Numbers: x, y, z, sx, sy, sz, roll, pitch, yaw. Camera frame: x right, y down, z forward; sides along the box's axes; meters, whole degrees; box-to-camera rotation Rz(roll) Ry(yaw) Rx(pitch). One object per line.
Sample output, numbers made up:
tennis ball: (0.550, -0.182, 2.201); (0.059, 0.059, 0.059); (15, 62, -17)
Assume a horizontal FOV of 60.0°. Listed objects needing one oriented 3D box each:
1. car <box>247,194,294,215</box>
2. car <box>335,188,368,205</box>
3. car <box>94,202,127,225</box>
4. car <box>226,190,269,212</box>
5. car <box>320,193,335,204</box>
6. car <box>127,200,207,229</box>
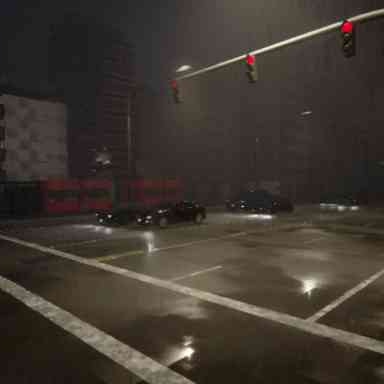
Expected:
car: (6.971, 1.157, 28.477); (1.994, 1.385, 4.181); (0, 0, 44)
car: (20.815, 0.586, 42.731); (2.150, 2.045, 5.566); (0, 0, 44)
car: (-3.809, 1.313, 22.392); (2.033, 1.411, 5.357); (0, 1, 41)
car: (5.546, 0.801, 32.065); (2.150, 2.045, 5.566); (0, 1, 42)
car: (19.998, 0.887, 46.892); (2.033, 1.411, 5.357); (0, 1, 44)
car: (-1.190, 1.265, 20.022); (1.837, 1.490, 4.892); (0, 1, 45)
